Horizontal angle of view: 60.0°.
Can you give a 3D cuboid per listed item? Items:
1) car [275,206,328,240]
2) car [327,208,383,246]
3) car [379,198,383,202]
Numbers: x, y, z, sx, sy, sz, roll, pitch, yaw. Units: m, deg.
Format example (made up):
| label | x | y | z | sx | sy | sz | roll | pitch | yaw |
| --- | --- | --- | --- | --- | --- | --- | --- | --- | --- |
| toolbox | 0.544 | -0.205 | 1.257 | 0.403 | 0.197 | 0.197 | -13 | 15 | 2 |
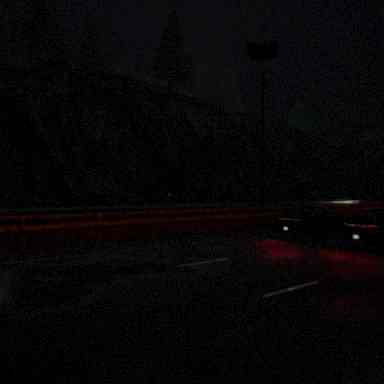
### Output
| label | x | y | z | sx | sy | sz | roll | pitch | yaw |
| --- | --- | --- | --- | --- | --- | --- | --- | --- | --- |
| car | 6.389 | 1.493 | 17.112 | 4.902 | 1.511 | 2.128 | 0 | 0 | -36 |
| car | 8.231 | 1.492 | 14.125 | 4.902 | 1.511 | 2.128 | 0 | 0 | -36 |
| car | 35.421 | 1.358 | 58.900 | 4.553 | 1.767 | 2.097 | 0 | 0 | -23 |
